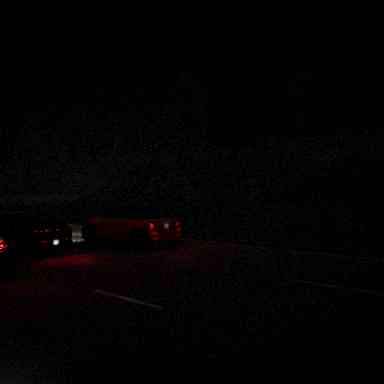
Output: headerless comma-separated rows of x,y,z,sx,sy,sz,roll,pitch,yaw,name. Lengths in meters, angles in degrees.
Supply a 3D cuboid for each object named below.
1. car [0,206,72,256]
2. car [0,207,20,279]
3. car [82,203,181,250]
-6.717,1.502,13.040,4.892,1.490,1.837,0,0,36,car
-6.797,1.351,8.780,4.553,1.767,2.097,0,0,36,car
-2.733,1.351,14.481,4.553,1.767,2.097,0,0,36,car
